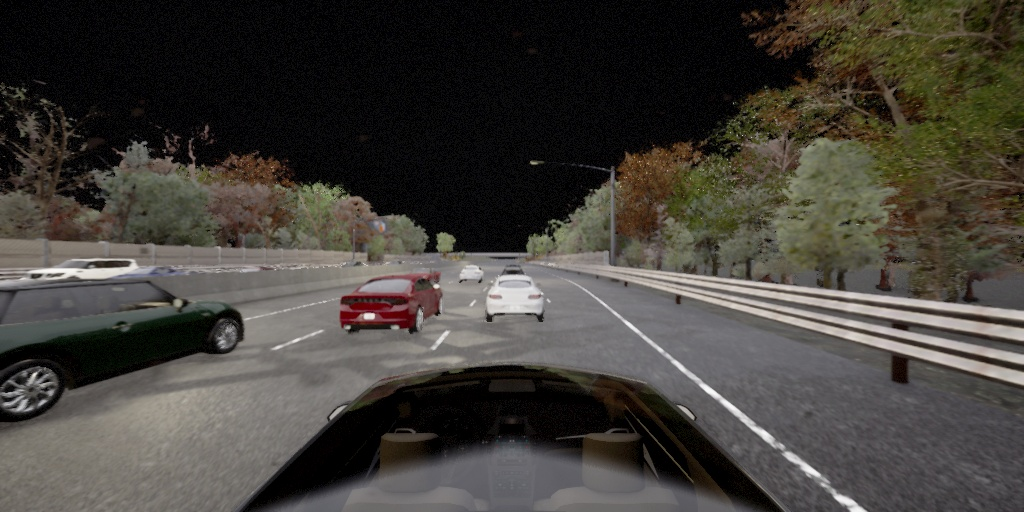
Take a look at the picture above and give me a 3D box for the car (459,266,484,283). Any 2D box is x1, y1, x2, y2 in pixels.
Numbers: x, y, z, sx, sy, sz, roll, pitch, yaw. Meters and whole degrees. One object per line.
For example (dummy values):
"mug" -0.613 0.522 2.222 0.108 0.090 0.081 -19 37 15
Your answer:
"car" -3.424 1.541 31.041 1.812 1.442 4.674 0 -1 0

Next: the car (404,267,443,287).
"car" -6.911 1.592 28.457 1.895 1.301 4.718 0 -1 0

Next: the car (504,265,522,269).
"car" 0.090 1.510 30.034 1.837 1.490 4.892 0 -1 0

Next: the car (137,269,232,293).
"car" -21.107 1.546 23.455 1.895 1.301 4.718 0 -1 0

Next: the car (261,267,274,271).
"car" -17.606 1.479 24.405 1.812 1.442 4.674 0 -1 0

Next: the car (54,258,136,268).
"car" -27.819 1.170 23.552 2.150 2.045 5.566 0 -1 -2

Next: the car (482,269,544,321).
"car" 0.094 1.372 12.781 1.812 1.442 4.674 0 0 0

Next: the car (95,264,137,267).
"car" -24.606 1.479 24.362 1.812 1.442 4.674 0 -1 0

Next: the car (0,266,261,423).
"car" -6.911 1.139 6.002 2.097 1.767 4.553 0 -1 0

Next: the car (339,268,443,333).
"car" -3.406 1.309 11.047 1.882 1.535 5.008 0 0 0
